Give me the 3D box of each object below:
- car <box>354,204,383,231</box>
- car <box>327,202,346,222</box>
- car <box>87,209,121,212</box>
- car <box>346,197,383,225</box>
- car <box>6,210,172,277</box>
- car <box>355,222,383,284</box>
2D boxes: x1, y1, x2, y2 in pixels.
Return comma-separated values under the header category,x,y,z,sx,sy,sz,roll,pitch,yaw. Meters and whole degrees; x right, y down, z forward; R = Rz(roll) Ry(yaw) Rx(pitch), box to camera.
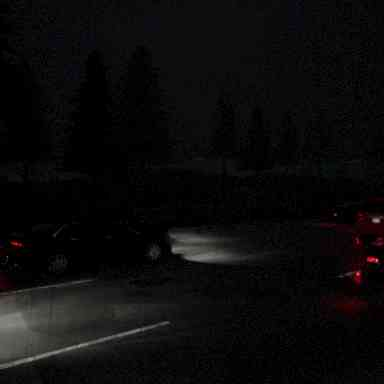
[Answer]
category,x,y,z,sx,sy,sz,roll,pitch,yaw
car,12.444,1.523,21.221,4.674,1.442,1.812,0,0,-35
car,12.371,1.475,25.469,5.008,1.535,1.882,0,0,-36
car,-3.326,1.505,14.282,4.892,1.490,1.837,0,0,-35
car,9.556,1.221,14.862,5.566,2.045,2.150,0,0,-36
car,-2.930,1.505,10.274,4.892,1.490,1.837,0,0,-35
car,6.321,1.547,8.254,5.357,1.411,2.033,0,0,-36
